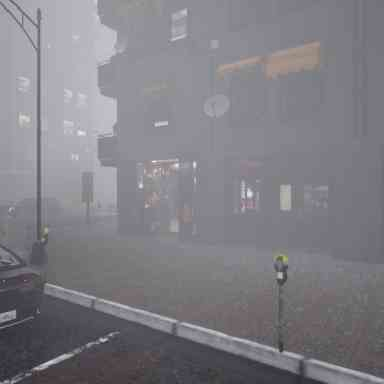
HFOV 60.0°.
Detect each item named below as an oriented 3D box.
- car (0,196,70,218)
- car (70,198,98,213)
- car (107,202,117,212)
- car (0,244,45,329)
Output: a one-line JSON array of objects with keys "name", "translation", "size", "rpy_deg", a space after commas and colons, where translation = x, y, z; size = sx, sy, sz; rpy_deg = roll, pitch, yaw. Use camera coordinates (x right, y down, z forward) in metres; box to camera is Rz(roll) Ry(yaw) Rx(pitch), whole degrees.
[{"name": "car", "translation": [-11.847, 1.151, 24.578], "size": [2.097, 1.767, 4.553], "rpy_deg": [0, 1, 34]}, {"name": "car", "translation": [-10.908, 1.250, 30.466], "size": [1.752, 1.417, 4.829], "rpy_deg": [1, 1, 35]}, {"name": "car", "translation": [-5.846, 1.201, 33.204], "size": [2.033, 1.411, 5.357], "rpy_deg": [0, 1, 35]}, {"name": "car", "translation": [-4.430, 1.551, 6.032], "size": [4.403, 1.369, 2.008], "rpy_deg": [0, 0, 35]}]
